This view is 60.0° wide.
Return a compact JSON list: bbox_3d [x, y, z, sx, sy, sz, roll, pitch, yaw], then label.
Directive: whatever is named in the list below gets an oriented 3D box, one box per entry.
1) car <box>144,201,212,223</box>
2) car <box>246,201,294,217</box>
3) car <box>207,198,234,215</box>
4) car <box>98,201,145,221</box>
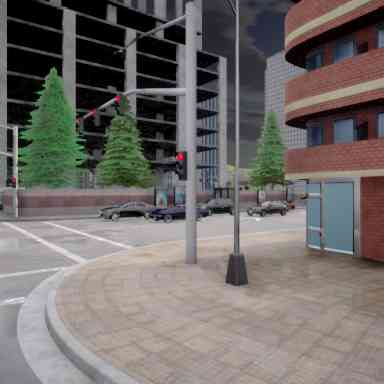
[{"bbox_3d":[-1.021,1.656,26.332,4.718,1.301,1.895,0,0,-35],"label":"car"},{"bbox_3d":[7.364,1.581,32.248,4.674,1.442,1.812,0,0,-35],"label":"car"},{"bbox_3d":[2.207,1.407,32.896,4.553,1.767,2.097,0,0,-35],"label":"car"},{"bbox_3d":[-5.283,1.547,27.608,4.902,1.511,2.128,0,0,-35],"label":"car"}]
